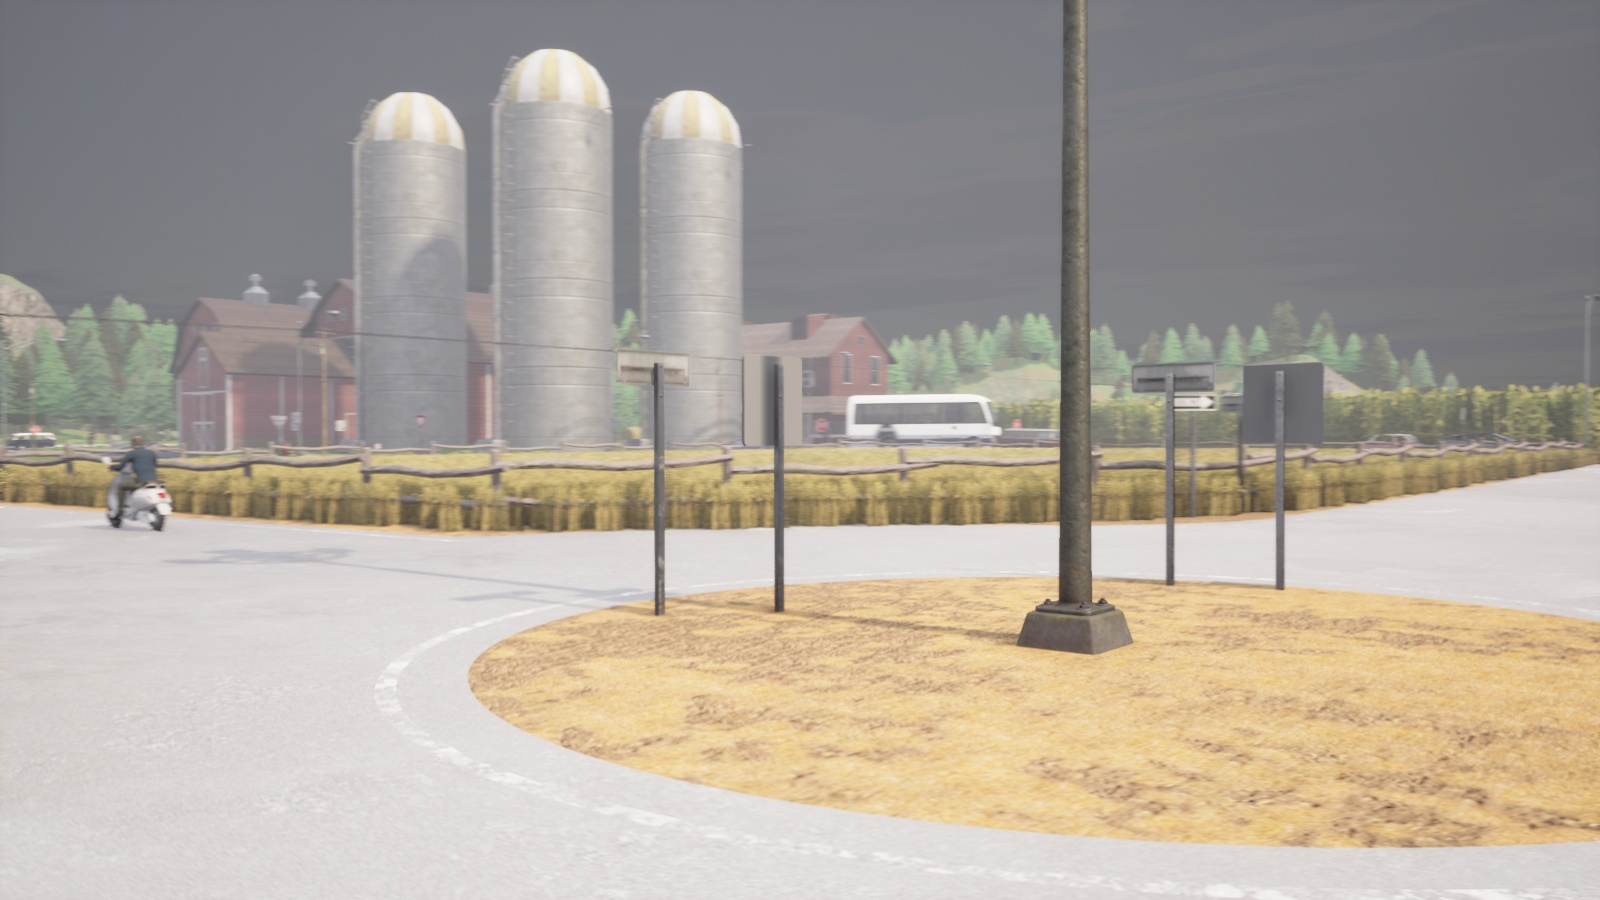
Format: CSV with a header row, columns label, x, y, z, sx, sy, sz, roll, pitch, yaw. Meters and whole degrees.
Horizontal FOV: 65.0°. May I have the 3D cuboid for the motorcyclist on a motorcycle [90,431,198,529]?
label,x,y,z,sx,sy,sz,roll,pitch,yaw
motorcyclist on a motorcycle,-11.121,0.475,21.266,1.817,1.590,0.866,1,1,34

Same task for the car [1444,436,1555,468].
label,x,y,z,sx,sy,sz,roll,pitch,yaw
car,34.612,0.098,62.184,4.514,1.525,2.007,0,0,38

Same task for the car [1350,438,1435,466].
label,x,y,z,sx,sy,sz,roll,pitch,yaw
car,32.160,0.080,68.207,3.806,1.475,1.970,0,1,40

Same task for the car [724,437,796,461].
label,x,y,z,sx,sy,sz,roll,pitch,yaw
car,-2.457,-0.085,77.985,1.812,1.442,4.674,1,1,40

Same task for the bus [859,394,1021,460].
label,x,y,z,sx,sy,sz,roll,pitch,yaw
bus,9.417,-1.509,83.979,10.273,4.253,3.944,0,1,15

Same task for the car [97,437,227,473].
label,x,y,z,sx,sy,sz,roll,pitch,yaw
car,-25.539,0.169,50.349,1.994,1.385,4.181,1,1,40

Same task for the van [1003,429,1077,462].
label,x,y,z,sx,sy,sz,roll,pitch,yaw
van,15.667,-0.299,82.055,4.442,1.987,1.775,2,2,40
